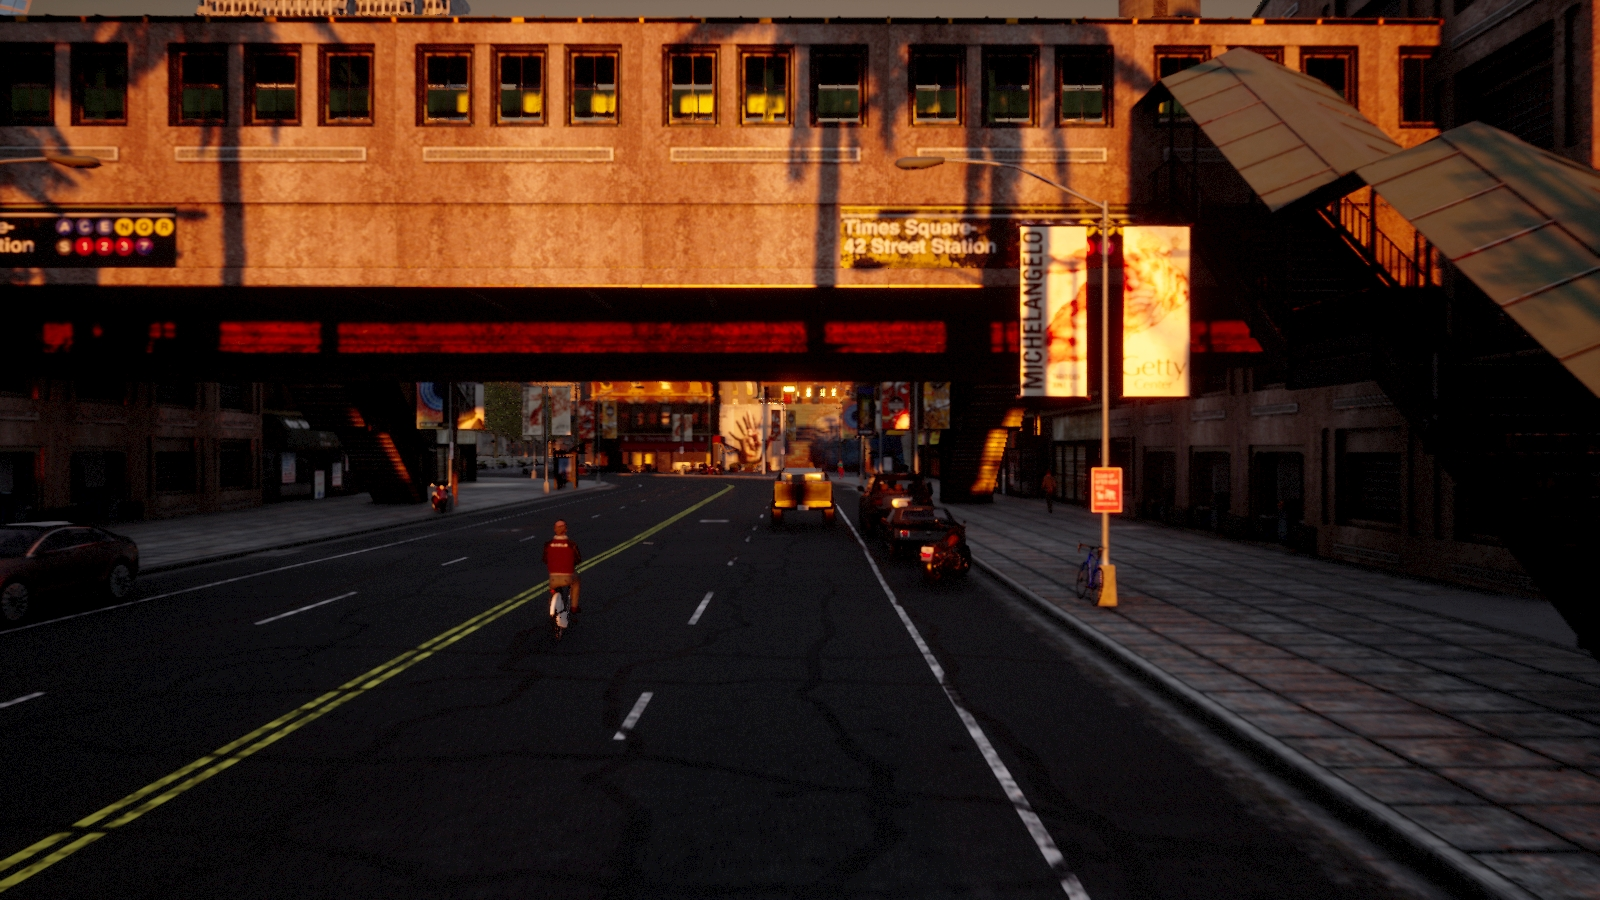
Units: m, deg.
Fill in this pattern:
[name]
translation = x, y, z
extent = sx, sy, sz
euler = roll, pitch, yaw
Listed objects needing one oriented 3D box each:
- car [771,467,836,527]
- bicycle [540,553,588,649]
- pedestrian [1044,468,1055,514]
[car]
translation = 0.121, 1.753, 44.905
extent = 2.390, 2.098, 6.274
euler = 0, 0, 0
[bicycle]
translation = -3.493, 2.210, 17.009
extent = 0.329, 1.171, 1.835
euler = 0, 0, 0
[pedestrian]
translation = 10.340, 1.696, 47.402
extent = 0.375, 1.860, 0.375
euler = 0, 0, 2
